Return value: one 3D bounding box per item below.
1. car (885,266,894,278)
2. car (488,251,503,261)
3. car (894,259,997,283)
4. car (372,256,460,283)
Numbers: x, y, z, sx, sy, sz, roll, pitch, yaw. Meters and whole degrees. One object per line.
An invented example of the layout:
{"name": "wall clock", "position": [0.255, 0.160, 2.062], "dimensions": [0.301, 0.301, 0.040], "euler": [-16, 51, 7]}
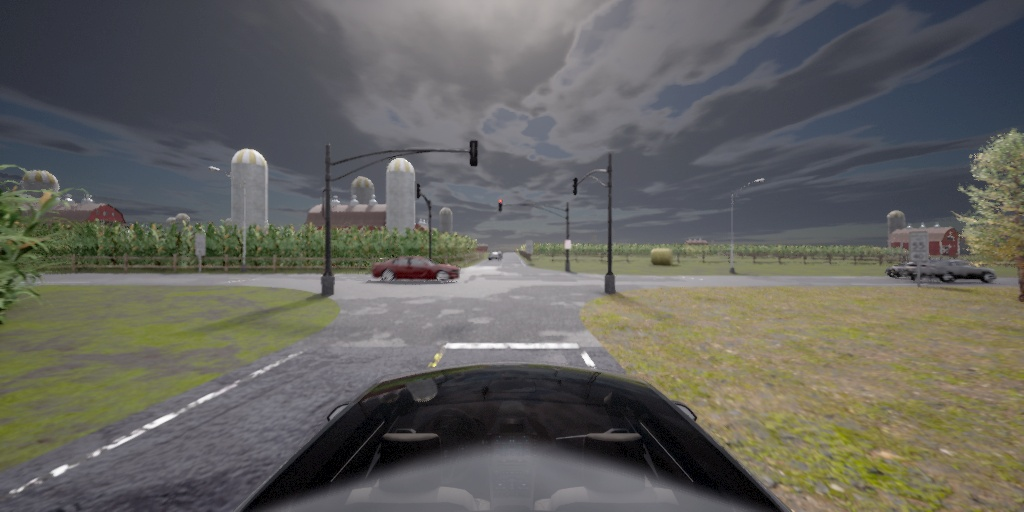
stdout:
{"name": "car", "position": [31.360, 0.995, 27.323], "dimensions": [4.892, 1.490, 1.837], "euler": [0, 0, -4]}
{"name": "car", "position": [-2.752, 0.063, 57.075], "dimensions": [1.994, 1.385, 4.181], "euler": [0, 1, 0]}
{"name": "car", "position": [28.734, 0.969, 23.528], "dimensions": [4.902, 1.511, 2.128], "euler": [0, 0, -4]}
{"name": "car", "position": [-5.626, 0.760, 21.217], "dimensions": [5.008, 1.535, 1.882], "euler": [1, 1, -3]}
